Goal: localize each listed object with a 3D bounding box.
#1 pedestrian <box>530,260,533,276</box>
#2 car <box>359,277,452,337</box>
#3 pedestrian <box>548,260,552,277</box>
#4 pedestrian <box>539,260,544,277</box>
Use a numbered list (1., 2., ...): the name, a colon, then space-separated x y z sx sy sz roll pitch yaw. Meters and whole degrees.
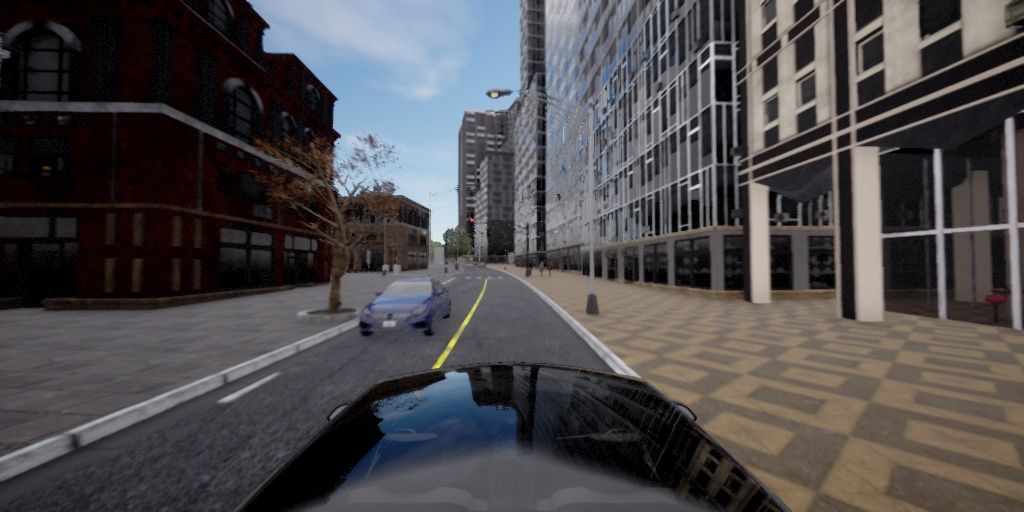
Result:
1. pedestrian: 2.081 1.303 39.509 0.375 1.860 0.375 1 -2 -4
2. car: -2.961 1.381 10.870 1.812 1.442 4.674 0 -1 -1
3. pedestrian: 4.119 1.314 39.055 0.375 1.860 0.375 1 -2 -4
4. pedestrian: 3.165 1.296 38.384 0.375 1.860 0.375 1 -2 -4
